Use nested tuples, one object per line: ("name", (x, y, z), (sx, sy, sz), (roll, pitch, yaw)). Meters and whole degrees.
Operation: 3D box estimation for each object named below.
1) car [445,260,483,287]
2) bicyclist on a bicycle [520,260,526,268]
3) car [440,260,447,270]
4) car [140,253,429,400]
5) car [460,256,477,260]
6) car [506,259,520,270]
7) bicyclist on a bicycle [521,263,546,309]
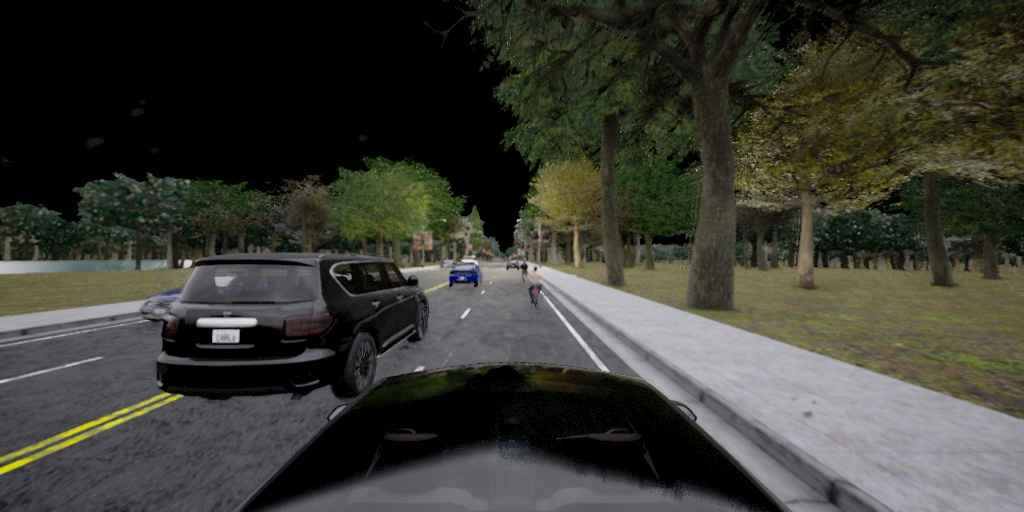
("car", (-3.139, 1.255, 25.082), (1.882, 1.535, 5.008), (0, 0, 0))
("bicyclist on a bicycle", (0.905, 1.149, 26.280), (0.659, 1.776, 1.843), (0, 0, 0))
("car", (-9.775, 1.305, 55.302), (2.128, 1.511, 4.902), (0, 0, 1))
("car", (-3.148, 0.978, 6.631), (2.150, 2.045, 5.566), (0, 0, 0))
("car", (-6.527, 1.033, 54.656), (2.150, 2.045, 5.566), (0, 0, 0))
("car", (0.126, 1.338, 54.629), (1.812, 1.442, 4.674), (0, 0, 0))
("bicyclist on a bicycle", (0.914, 1.202, 14.060), (0.866, 1.612, 1.509), (0, 0, 0))
